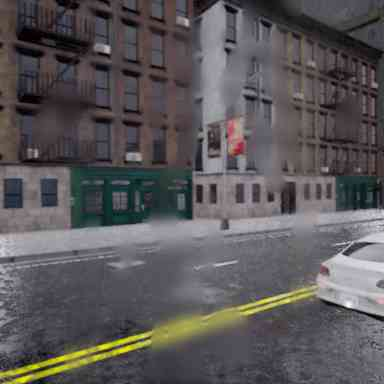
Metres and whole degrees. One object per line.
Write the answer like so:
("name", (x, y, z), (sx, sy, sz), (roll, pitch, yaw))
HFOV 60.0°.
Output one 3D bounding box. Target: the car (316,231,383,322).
("car", (4.351, 1.492, 6.563), (4.674, 1.442, 1.812), (-1, 0, -35))
